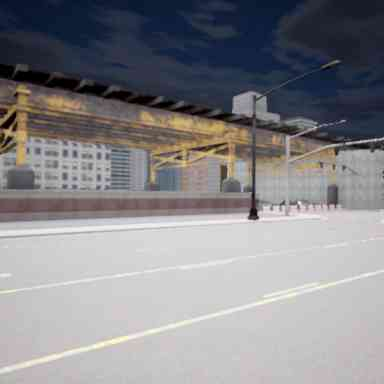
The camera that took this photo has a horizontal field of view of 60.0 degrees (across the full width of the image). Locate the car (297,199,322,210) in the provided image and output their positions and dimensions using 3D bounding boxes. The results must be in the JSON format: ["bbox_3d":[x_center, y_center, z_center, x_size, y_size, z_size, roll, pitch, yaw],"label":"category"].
[{"bbox_3d":[17.712,1.797,52.111,4.536,1.218,1.853,1,0,-7],"label":"car"}]

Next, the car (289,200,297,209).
[{"bbox_3d":[13.852,1.895,48.358,2.038,1.542,4.974,0,0,18],"label":"car"}]

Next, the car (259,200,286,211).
[{"bbox_3d":[10.057,1.685,45.681,4.536,1.218,1.853,0,0,8],"label":"car"}]

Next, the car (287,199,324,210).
[{"bbox_3d":[17.762,1.955,52.116,4.974,1.542,2.038,1,0,-7],"label":"car"}]

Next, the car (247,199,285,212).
[{"bbox_3d":[10.107,1.843,45.673,4.974,1.542,2.038,0,0,8],"label":"car"}]

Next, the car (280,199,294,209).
[{"bbox_3d":[13.869,1.738,48.408,1.853,1.218,4.536,0,0,18],"label":"car"}]
